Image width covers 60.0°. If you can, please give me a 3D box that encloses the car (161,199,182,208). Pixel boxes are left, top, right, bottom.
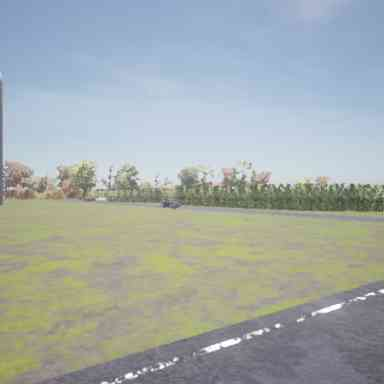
[{"bbox_3d":[-3.778,2.069,59.965,1.837,1.490,4.892,0,-1,-36],"label":"car"}]
